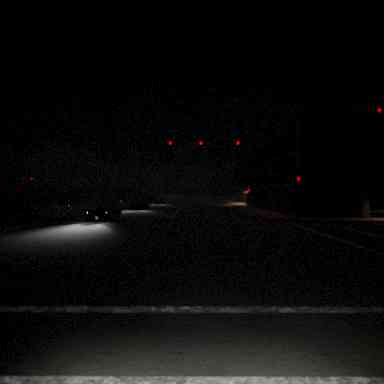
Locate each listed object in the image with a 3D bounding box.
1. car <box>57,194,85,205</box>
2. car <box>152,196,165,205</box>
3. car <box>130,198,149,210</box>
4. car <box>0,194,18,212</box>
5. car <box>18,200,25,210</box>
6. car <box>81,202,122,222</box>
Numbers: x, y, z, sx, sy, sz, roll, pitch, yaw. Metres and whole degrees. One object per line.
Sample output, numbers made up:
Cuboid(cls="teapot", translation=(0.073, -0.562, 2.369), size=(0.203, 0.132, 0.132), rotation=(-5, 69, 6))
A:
Cuboid(cls="car", translation=(-21.208, 1.221, 57.325), size=(3.866, 1.878, 1.905), rotation=(0, 0, 0))
Cuboid(cls="car", translation=(-6.257, 1.549, 62.956), size=(1.882, 1.535, 5.008), rotation=(0, 0, 2))
Cuboid(cls="car", translation=(-6.876, 1.527, 43.719), size=(1.882, 1.535, 5.008), rotation=(0, 0, 2))
Cuboid(cls="car", translation=(-21.326, 1.193, 34.807), size=(4.605, 1.855, 1.932), rotation=(0, 0, 0))
Cuboid(cls="car", translation=(-21.259, 1.199, 37.701), size=(3.866, 1.878, 1.905), rotation=(0, 0, 0))
Cuboid(cls="car", translation=(-7.082, 1.632, 26.958), size=(1.895, 1.301, 4.718), rotation=(0, 0, 0))
